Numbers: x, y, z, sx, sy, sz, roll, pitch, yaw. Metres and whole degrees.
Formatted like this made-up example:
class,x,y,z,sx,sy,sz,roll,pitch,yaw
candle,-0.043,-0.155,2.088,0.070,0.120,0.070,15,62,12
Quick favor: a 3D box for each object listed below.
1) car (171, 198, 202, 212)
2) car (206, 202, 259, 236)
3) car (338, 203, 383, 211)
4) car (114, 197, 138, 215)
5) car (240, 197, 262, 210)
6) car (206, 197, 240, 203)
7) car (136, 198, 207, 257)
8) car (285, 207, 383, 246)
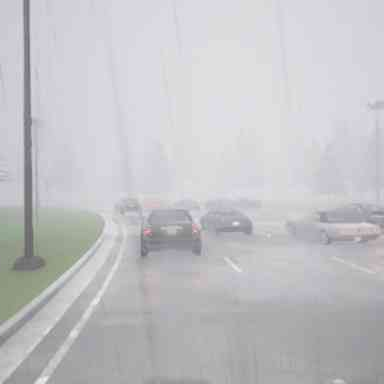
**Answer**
class,x,y,z,sx,sy,sz,roll,pitch,yaw
car,-0.703,1.425,37.627,1.994,1.385,4.181,0,0,-24
car,1.724,1.480,17.991,1.994,1.385,4.181,0,0,-11
car,8.848,1.346,18.069,2.128,1.511,4.902,0,0,-11
car,-6.429,1.281,33.179,2.097,1.767,4.553,-1,0,-22
car,6.272,1.275,39.101,1.882,1.535,5.008,0,0,-23
car,2.972,1.320,37.959,2.128,1.511,4.902,0,0,-23
car,-0.968,1.311,12.974,2.097,1.767,4.553,-1,0,-8
car,5.959,1.493,14.863,1.895,1.301,4.718,0,0,-9
